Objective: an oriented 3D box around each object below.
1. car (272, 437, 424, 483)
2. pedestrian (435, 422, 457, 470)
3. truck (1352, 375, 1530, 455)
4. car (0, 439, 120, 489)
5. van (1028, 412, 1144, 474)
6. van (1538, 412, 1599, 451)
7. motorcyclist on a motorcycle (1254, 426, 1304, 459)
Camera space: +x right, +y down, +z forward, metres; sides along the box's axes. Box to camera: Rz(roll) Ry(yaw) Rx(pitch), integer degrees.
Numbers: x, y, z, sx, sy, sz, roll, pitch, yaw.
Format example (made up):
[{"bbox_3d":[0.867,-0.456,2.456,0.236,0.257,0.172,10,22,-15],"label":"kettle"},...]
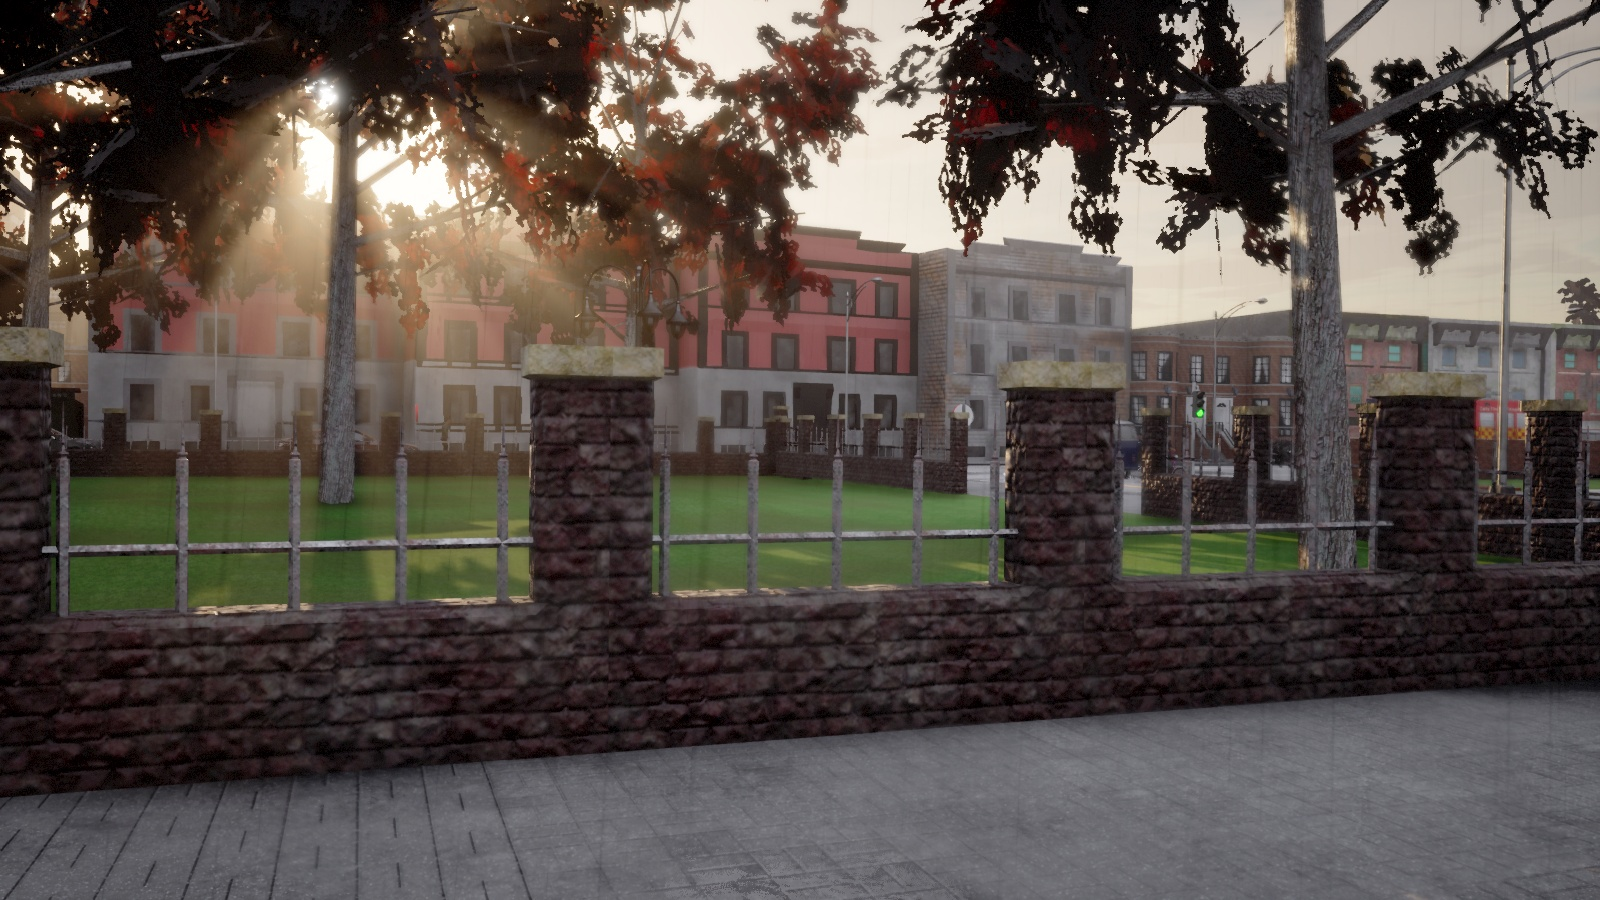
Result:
[{"bbox_3d":[-15.118,0.301,42.160,4.674,1.442,1.812,-1,1,-19],"label":"car"},{"bbox_3d":[-14.311,-0.166,50.774,0.788,1.949,0.423,-1,1,-15],"label":"pedestrian"},{"bbox_3d":[32.092,-1.736,62.869,8.468,3.827,2.891,-1,1,-19],"label":"truck"},{"bbox_3d":[-24.059,0.428,39.022,4.892,1.490,1.837,-1,1,-19],"label":"car"},{"bbox_3d":[9.655,-0.250,42.778,1.775,1.987,4.442,-1,1,-18],"label":"van"},{"bbox_3d":[41.292,-0.970,66.074,4.442,1.987,1.775,-1,1,-19],"label":"van"},{"bbox_3d":[22.729,-0.382,59.617,2.191,1.530,0.866,-1,1,-19],"label":"motorcyclist on a motorcycle"}]
